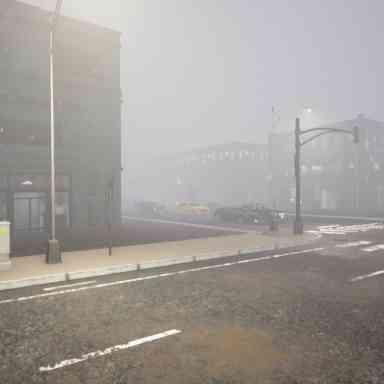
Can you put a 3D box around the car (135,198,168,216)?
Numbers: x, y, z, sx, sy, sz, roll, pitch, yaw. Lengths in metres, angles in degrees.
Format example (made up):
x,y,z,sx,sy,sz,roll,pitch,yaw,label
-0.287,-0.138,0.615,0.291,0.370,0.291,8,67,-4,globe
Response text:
x,y,z,sx,sy,sz,roll,pitch,yaw,label
-4.433,1.845,37.956,1.967,1.590,4.097,-1,0,-35,car

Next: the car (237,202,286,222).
x,y,z,sx,sy,sz,roll,pitch,yaw,label
5.686,1.713,28.208,2.128,1.511,4.902,-1,0,-35,car

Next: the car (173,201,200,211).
x,y,z,sx,sy,sz,roll,pitch,yaw,label
-0.805,1.965,47.324,1.802,1.307,4.206,-2,0,-35,car

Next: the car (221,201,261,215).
x,y,z,sx,sy,sz,roll,pitch,yaw,label
5.606,1.809,38.301,2.008,1.369,4.403,-2,0,-35,car

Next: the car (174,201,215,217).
x,y,z,sx,sy,sz,roll,pitch,yaw,label
-0.111,1.814,36.372,1.882,1.535,5.008,-1,0,-36,car

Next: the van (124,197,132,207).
x,y,z,sx,sy,sz,roll,pitch,yaw,label
-10.431,1.906,60.859,1.690,1.788,3.998,-1,0,-35,van

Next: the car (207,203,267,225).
x,y,z,sx,sy,sz,roll,pitch,yaw,label
3.510,1.814,26.575,1.947,1.339,4.313,-1,0,-35,car

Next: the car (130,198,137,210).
x,y,z,sx,sy,sz,roll,pitch,yaw,label
-6.105,1.930,44.821,1.882,1.535,5.008,-1,0,-35,car

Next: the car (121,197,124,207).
x,y,z,sx,sy,sz,roll,pitch,yaw,label
-13.639,1.939,65.370,2.192,1.841,5.009,-1,0,-35,car
